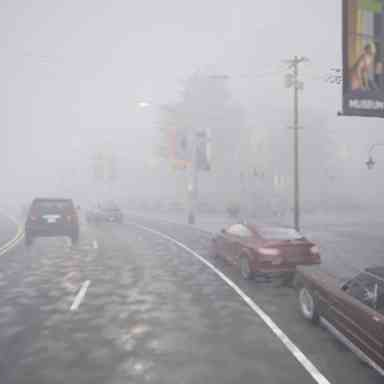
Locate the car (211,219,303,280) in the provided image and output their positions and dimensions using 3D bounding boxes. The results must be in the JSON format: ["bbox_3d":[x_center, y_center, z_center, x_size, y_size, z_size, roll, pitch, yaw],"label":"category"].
[{"bbox_3d":[1.947,1.525,9.924,2.002,1.452,4.674,0,0,-13],"label":"car"}]

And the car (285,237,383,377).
[{"bbox_3d":[2.937,1.590,4.280,1.895,1.301,4.718,0,0,-3],"label":"car"}]

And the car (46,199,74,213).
[{"bbox_3d":[-15.643,1.641,39.239,2.033,1.411,5.357,0,0,-32],"label":"car"}]

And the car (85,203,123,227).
[{"bbox_3d":[-6.277,1.537,23.514,2.128,1.511,4.902,0,0,-27],"label":"car"}]

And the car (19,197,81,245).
[{"bbox_3d":[-6.663,1.260,16.129,2.150,2.045,5.566,0,0,-20],"label":"car"}]
